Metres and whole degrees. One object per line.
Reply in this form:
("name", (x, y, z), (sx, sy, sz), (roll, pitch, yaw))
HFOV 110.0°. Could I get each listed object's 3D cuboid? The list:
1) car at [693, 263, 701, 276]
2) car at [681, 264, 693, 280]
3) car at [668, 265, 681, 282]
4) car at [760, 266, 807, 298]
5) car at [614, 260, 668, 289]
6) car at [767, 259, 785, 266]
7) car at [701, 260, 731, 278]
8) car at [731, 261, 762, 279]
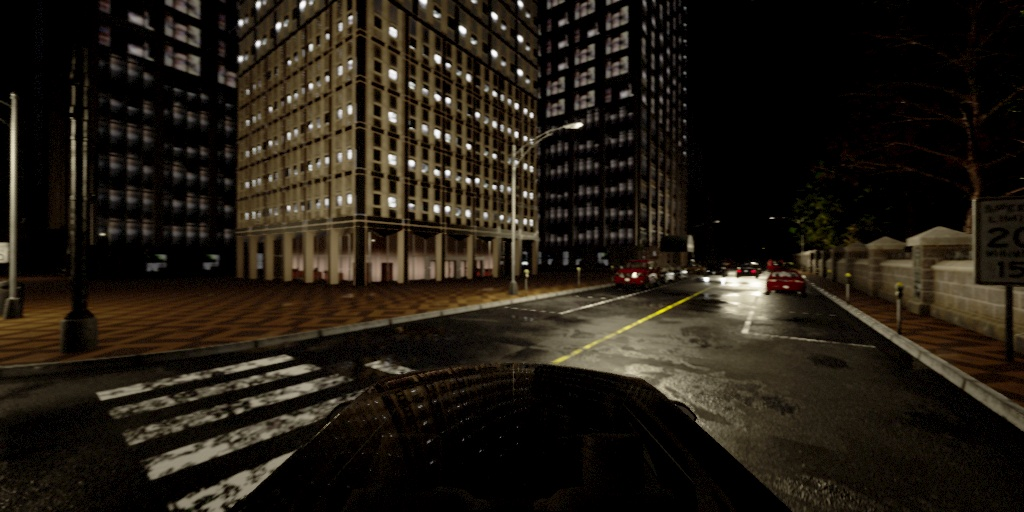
("car", (21.510, 1.512, 42.226), (1.751, 1.417, 4.829), (0, 0, 36))
("car", (15.141, 1.481, 33.400), (2.007, 1.370, 4.403), (0, 0, 36))
("car", (11.906, 1.453, 28.918), (2.007, 1.370, 4.403), (0, 0, 36))
("car", (15.061, 1.435, 19.824), (1.888, 1.381, 4.507), (0, 0, 36))
("car", (8.671, 1.188, 24.435), (2.192, 1.841, 5.009), (0, 0, 36))
("car", (37.703, 1.399, 51.200), (2.192, 1.841, 5.009), (0, 0, 36))
("car", (22.015, 1.483, 38.540), (1.837, 1.490, 4.892), (0, 0, 36))
("car", (23.834, 1.528, 36.242), (2.033, 1.411, 5.357), (0, 0, 36))
